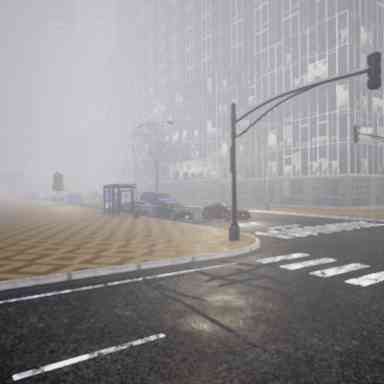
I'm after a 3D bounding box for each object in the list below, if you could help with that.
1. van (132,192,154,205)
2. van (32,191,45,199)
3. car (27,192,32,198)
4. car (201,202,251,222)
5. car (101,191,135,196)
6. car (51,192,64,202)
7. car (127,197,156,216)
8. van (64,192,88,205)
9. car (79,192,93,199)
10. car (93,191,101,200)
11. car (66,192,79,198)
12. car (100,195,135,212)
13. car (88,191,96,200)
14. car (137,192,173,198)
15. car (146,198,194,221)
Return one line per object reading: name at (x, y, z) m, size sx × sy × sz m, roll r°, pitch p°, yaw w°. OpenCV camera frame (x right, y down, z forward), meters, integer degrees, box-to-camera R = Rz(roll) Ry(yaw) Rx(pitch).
van at (-7.374, 0.904, 49.929) m, size 1.690 × 1.788 × 3.998 m, roll 0°, pitch 1°, yaw -34°
van at (-33.531, 0.700, 73.360) m, size 1.690 × 1.788 × 3.998 m, roll 0°, pitch 1°, yaw -34°
car at (-36.737, 0.745, 78.053) m, size 1.967 × 1.590 × 4.097 m, roll 0°, pitch 1°, yaw -34°
car at (2.513, 1.446, 25.183) m, size 1.994 × 1.385 × 4.181 m, roll -1°, pitch 1°, yaw -34°
car at (-9.391, 0.911, 42.620) m, size 2.150 × 2.045 × 5.566 m, roll -1°, pitch 1°, yaw -34°
car at (-23.912, 1.072, 59.283) m, size 2.008 × 1.369 × 4.403 m, roll 0°, pitch 1°, yaw -34°
car at (-4.768, 1.421, 31.066) m, size 1.802 × 1.307 × 4.206 m, roll 0°, pitch 1°, yaw -34°
van at (-17.499, 0.970, 49.895) m, size 1.690 × 1.788 × 3.998 m, roll 0°, pitch 1°, yaw -34°
car at (-23.405, 0.734, 73.394) m, size 1.967 × 1.590 × 4.097 m, roll 0°, pitch 1°, yaw -34°
car at (-16.992, 0.984, 64.010) m, size 1.802 × 1.307 × 4.206 m, roll 0°, pitch 1°, yaw -34°
car at (-29.818, 0.737, 82.780) m, size 2.008 × 1.369 × 4.403 m, roll 0°, pitch 1°, yaw -34°
car at (-7.926, 1.352, 35.791) m, size 1.947 × 1.339 × 4.313 m, roll 0°, pitch 1°, yaw -34°
car at (-20.199, 0.663, 68.700) m, size 2.192 × 1.841 × 5.009 m, roll 0°, pitch 1°, yaw -34°
car at (-3.354, 1.009, 33.767) m, size 2.150 × 2.045 × 5.566 m, roll -1°, pitch 1°, yaw -34°
car at (-1.575, 1.457, 26.361) m, size 1.947 × 1.339 × 4.313 m, roll 0°, pitch 1°, yaw -34°
